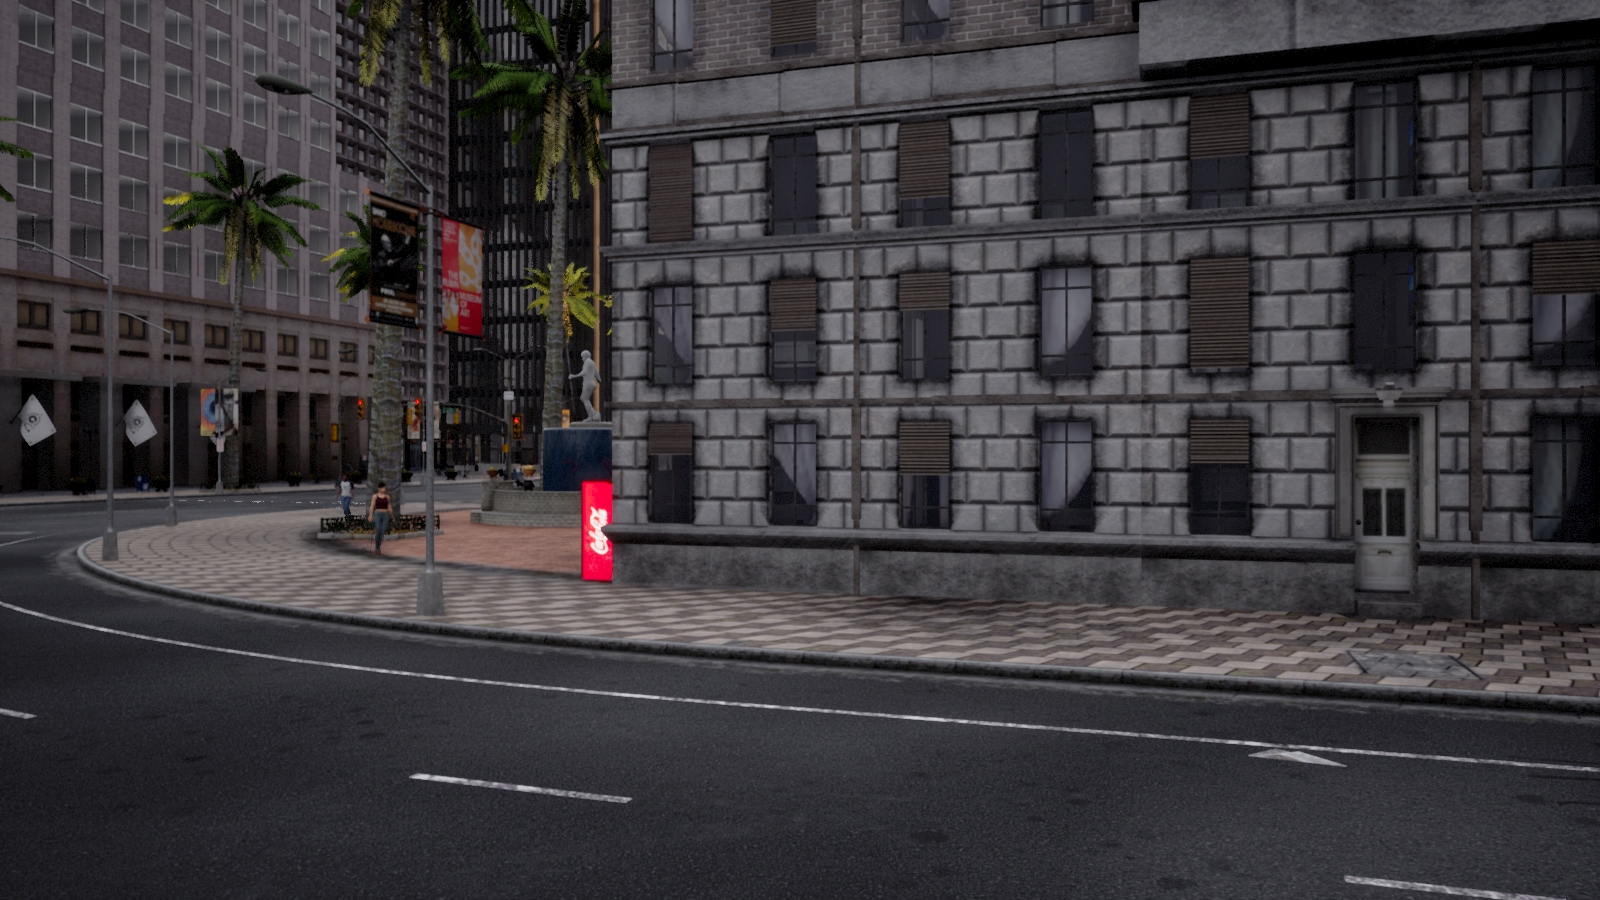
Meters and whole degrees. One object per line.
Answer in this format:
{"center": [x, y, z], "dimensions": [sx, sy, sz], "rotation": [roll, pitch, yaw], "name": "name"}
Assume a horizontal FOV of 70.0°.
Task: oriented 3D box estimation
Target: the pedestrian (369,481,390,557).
{"center": [-10.461, 1.704, 28.411], "dimensions": [0.375, 1.860, 0.375], "rotation": [0, 0, -43], "name": "pedestrian"}

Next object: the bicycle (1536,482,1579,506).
{"center": [38.684, 2.236, 58.345], "dimensions": [0.329, 1.171, 1.835], "rotation": [8, -5, -31], "name": "bicycle"}

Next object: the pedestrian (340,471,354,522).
{"center": [-16.593, 1.707, 41.891], "dimensions": [0.375, 1.860, 0.375], "rotation": [0, 0, -1], "name": "pedestrian"}
